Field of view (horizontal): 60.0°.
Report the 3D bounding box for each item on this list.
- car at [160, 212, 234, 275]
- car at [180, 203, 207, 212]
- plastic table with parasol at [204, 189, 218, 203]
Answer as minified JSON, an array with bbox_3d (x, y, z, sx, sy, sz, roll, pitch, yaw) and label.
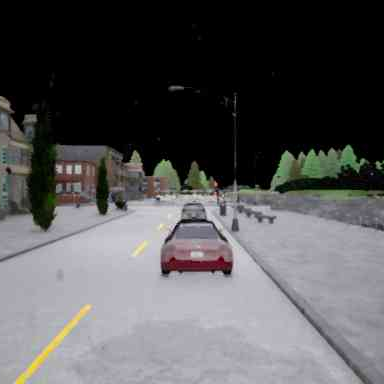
[{"bbox_3d":[0.111,1.536,10.363,1.994,1.385,4.181,0,0,0],"label":"car"},{"bbox_3d":[0.112,1.485,23.431,2.033,1.411,5.357,0,0,0],"label":"car"},{"bbox_3d":[3.612,0.756,63.199,2.482,2.480,2.482,0,0,0],"label":"plastic table with parasol"}]
